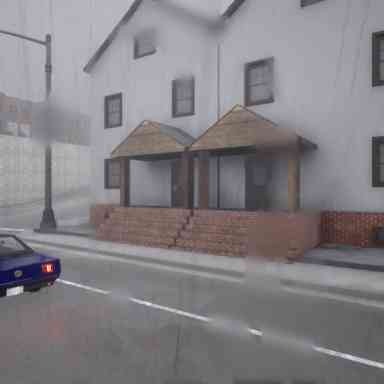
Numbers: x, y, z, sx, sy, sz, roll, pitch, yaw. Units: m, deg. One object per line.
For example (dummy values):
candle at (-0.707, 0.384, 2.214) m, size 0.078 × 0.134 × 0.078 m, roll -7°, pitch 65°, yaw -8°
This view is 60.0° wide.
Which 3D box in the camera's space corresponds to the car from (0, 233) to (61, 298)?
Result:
car at (-5.160, 1.601, 7.646) m, size 4.718 × 1.301 × 1.895 m, roll 0°, pitch 0°, yaw 36°
